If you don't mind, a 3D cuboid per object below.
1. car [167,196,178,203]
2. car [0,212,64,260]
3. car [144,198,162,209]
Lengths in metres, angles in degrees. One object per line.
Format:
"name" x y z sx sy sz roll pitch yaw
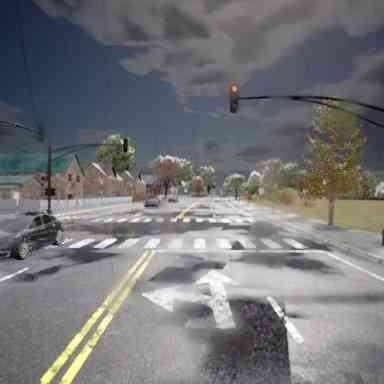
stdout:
"car" -3.936 1.613 69.348 2.033 1.411 5.357 0 0 4
"car" -6.415 1.553 12.440 1.837 1.490 4.892 0 0 1
"car" -5.369 1.575 46.246 2.033 1.411 5.357 0 0 3
